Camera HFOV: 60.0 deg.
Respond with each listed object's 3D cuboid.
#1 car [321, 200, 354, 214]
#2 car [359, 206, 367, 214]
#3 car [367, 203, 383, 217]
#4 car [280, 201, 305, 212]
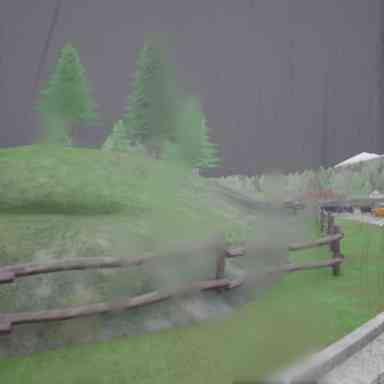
[{"bbox_3d":[19.173,1.890,44.068,2.097,1.767,4.553,1,-1,-14],"label":"car"},{"bbox_3d":[23.228,2.069,41.776,1.812,1.442,4.674,0,0,-11],"label":"car"},{"bbox_3d":[20.641,1.935,34.336,1.882,1.535,5.008,0,-1,-2],"label":"car"},{"bbox_3d":[14.577,2.053,48.213,1.837,1.490,4.892,1,0,-14],"label":"car"}]
